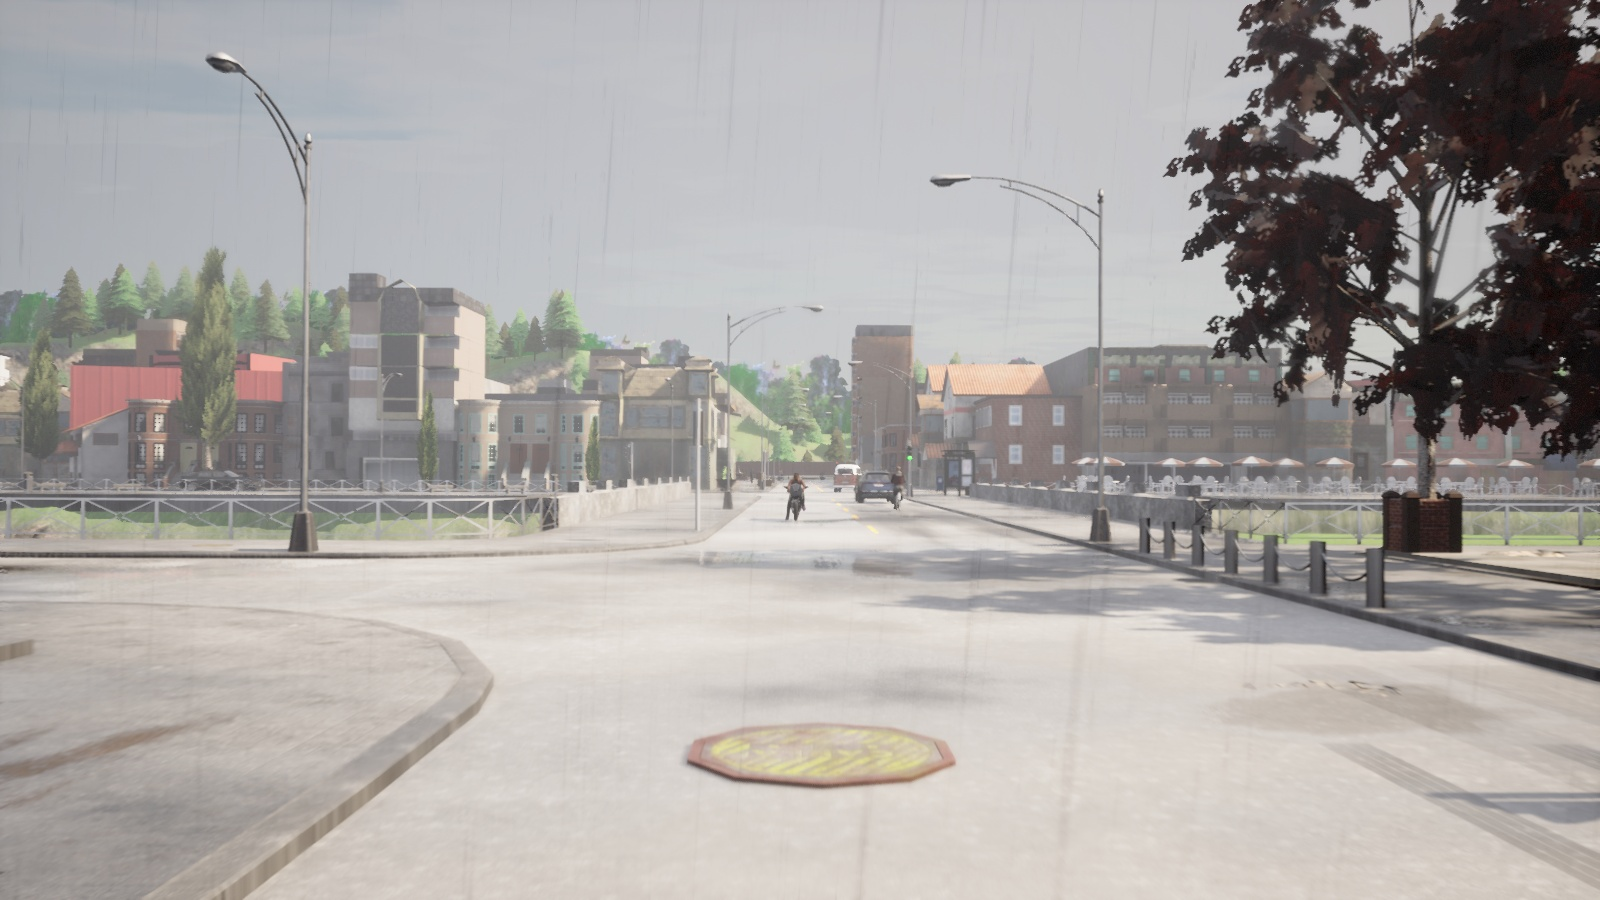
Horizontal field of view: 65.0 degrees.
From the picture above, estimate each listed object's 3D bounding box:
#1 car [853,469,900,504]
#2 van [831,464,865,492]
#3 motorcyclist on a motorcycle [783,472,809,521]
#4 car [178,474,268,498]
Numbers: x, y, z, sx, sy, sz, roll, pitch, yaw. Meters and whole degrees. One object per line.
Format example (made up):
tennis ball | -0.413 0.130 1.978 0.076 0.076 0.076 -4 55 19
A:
car | 3.803 1.786 63.055 2.033 1.649 4.856 0 -1 0
van | 3.572 2.075 92.726 2.069 2.038 4.480 0 -1 8
motorcyclist on a motorcycle | -0.109 1.465 39.924 0.797 1.523 2.044 0 -1 1
car | -37.400 2.305 81.495 5.008 1.535 1.882 0 -1 0
